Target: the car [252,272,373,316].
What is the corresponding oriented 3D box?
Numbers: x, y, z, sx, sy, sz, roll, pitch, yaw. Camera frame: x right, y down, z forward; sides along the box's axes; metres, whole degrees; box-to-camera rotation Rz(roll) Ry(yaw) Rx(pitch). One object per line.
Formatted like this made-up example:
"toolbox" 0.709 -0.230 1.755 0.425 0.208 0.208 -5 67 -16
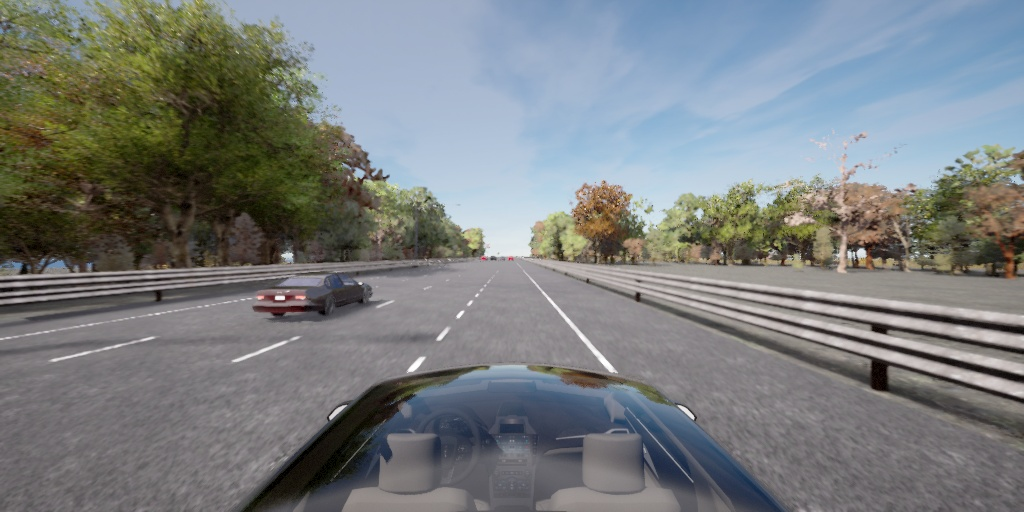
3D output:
"car" -6.972 1.305 13.257 2.033 1.411 5.357 0 0 0
